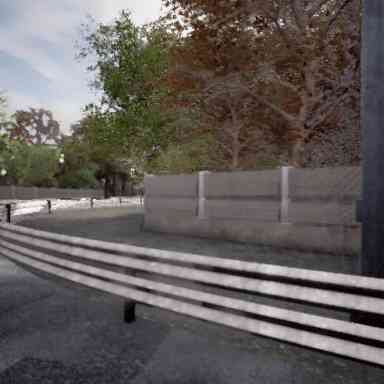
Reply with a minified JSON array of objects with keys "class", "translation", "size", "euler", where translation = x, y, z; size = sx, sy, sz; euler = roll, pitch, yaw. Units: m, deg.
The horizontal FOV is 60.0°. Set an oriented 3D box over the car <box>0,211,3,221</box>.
[{"class":"car","translation":[-15.907,1.588,25.037],"size":[1.812,1.442,4.674],"euler":[0,0,-10]}]
